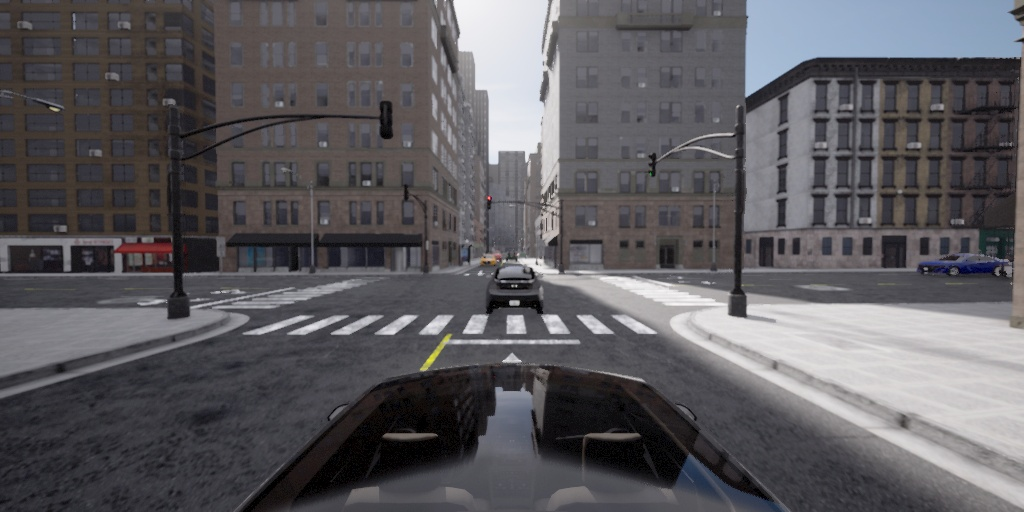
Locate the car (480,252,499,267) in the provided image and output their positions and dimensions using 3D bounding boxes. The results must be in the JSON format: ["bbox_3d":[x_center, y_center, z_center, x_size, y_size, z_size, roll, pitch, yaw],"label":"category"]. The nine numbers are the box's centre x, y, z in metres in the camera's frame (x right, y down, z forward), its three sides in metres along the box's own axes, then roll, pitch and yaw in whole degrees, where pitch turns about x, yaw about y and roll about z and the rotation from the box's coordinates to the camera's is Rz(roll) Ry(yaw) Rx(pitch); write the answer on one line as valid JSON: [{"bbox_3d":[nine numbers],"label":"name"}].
[{"bbox_3d":[-3.117,0.561,47.413,1.882,1.535,5.008,0,1,0],"label":"car"}]

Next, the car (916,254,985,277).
[{"bbox_3d":[31.483,0.612,25.132,5.008,1.535,1.882,0,1,0],"label":"car"}]

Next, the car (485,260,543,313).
[{"bbox_3d":[0.088,1.086,13.039,1.837,1.490,4.892,0,1,0],"label":"car"}]

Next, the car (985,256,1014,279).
[{"bbox_3d":[32.910,0.698,21.888,4.902,1.511,2.128,0,1,0],"label":"car"}]
